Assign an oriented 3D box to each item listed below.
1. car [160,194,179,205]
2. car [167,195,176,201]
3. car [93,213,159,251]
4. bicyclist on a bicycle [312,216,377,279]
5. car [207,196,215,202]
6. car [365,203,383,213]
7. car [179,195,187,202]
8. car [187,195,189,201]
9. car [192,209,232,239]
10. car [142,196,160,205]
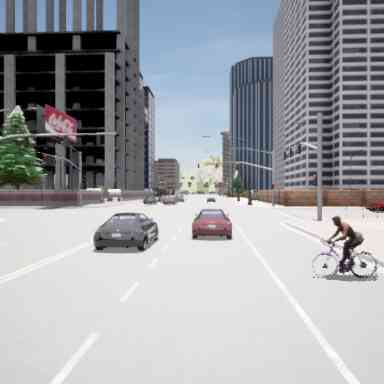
[{"bbox_3d":[-3.821,1.560,57.056,1.994,1.385,4.181,0,0,4],"label":"car"},{"bbox_3d":[-5.455,1.578,87.591,1.895,1.301,4.718,0,0,3],"label":"car"},{"bbox_3d":[-2.656,1.563,14.220,1.994,1.385,4.181,0,0,4],"label":"car"},{"bbox_3d":[3.907,1.434,8.556,1.656,1.620,0.582,-2,0,3],"label":"bicyclist on a bicycle"},{"bbox_3d":[4.266,1.592,73.962,1.895,1.301,4.718,0,0,3],"label":"car"},{"bbox_3d":[21.494,1.599,36.148,4.718,1.301,1.895,0,0,3],"label":"car"},{"bbox_3d":[-2.846,1.352,72.308,2.097,1.767,4.553,0,0,3],"label":"car"},{"bbox_3d":[-1.957,1.461,87.445,1.882,1.535,5.008,0,0,3],"label":"car"},{"bbox_3d":[1.045,1.563,17.419,1.994,1.385,4.181,0,0,3],"label":"car"},{"bbox_3d":[-7.300,1.501,57.471,1.837,1.490,4.892,0,0,4],"label":"car"}]
